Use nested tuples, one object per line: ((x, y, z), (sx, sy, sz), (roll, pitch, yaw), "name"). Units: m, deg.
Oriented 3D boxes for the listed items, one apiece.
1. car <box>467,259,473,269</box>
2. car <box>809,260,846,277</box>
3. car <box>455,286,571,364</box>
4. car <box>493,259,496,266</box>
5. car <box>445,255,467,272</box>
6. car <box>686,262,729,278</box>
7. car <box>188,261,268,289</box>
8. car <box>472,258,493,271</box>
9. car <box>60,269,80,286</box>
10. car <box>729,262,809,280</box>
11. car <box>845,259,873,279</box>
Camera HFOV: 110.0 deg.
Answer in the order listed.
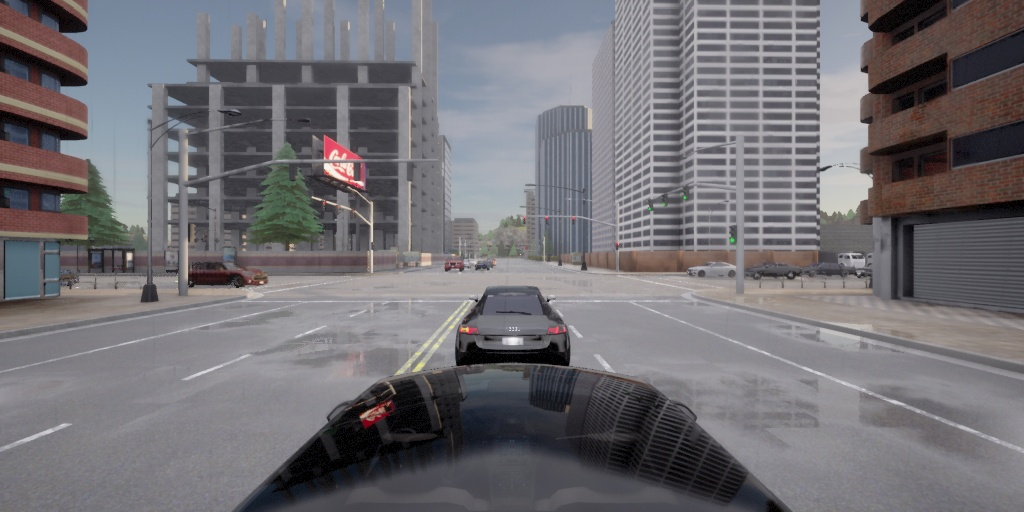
((-7.617, 1.276, 57.272), (1.812, 1.442, 4.674), (0, 0, 0), "car")
((29.664, 1.297, 34.226), (5.357, 1.411, 2.033), (0, 0, -1), "car")
((0.010, 1.314, 7.664), (1.994, 1.385, 4.181), (0, 0, 0), "car")
((-4.135, 1.314, 59.971), (1.994, 1.385, 4.181), (0, 0, 0), "car")
((-7.568, 0.971, 47.595), (2.150, 2.045, 5.566), (0, 0, -4), "car")
((19.082, 1.276, 34.055), (4.674, 1.442, 1.812), (0, 0, -1), "car")
((-18.208, 1.102, 22.815), (4.553, 1.767, 2.097), (0, 0, -1), "car")
((-4.058, 1.351, 50.046), (1.895, 1.301, 4.718), (0, 0, -1), "car")
((-30.485, 1.103, 22.632), (4.553, 1.767, 2.097), (0, 0, -1), "car")
((21.847, 1.241, 30.615), (4.902, 1.511, 2.128), (0, 0, -1), "car")
((32.221, 1.242, 30.755), (4.902, 1.511, 2.128), (0, 0, -1), "car")
